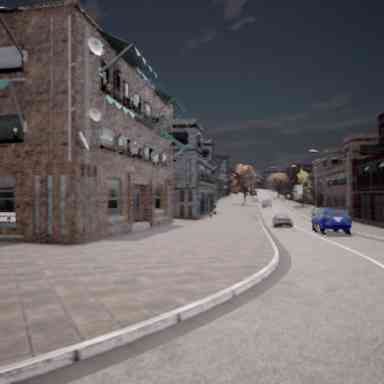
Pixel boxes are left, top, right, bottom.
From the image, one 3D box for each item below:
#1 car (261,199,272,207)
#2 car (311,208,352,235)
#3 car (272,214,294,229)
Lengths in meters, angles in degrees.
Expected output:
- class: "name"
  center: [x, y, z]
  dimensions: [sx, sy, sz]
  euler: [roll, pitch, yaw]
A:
- class: "car"
  center: [16.790, 2.638, 74.667]
  dimensions: [2.150, 2.045, 5.566]
  euler: [0, 1, 10]
- class: "car"
  center: [11.305, 2.324, 27.249]
  dimensions: [2.150, 2.045, 5.566]
  euler: [0, -3, 10]
- class: "car"
  center: [9.434, 3.015, 34.813]
  dimensions: [2.033, 1.411, 5.357]
  euler: [0, -2, 10]
